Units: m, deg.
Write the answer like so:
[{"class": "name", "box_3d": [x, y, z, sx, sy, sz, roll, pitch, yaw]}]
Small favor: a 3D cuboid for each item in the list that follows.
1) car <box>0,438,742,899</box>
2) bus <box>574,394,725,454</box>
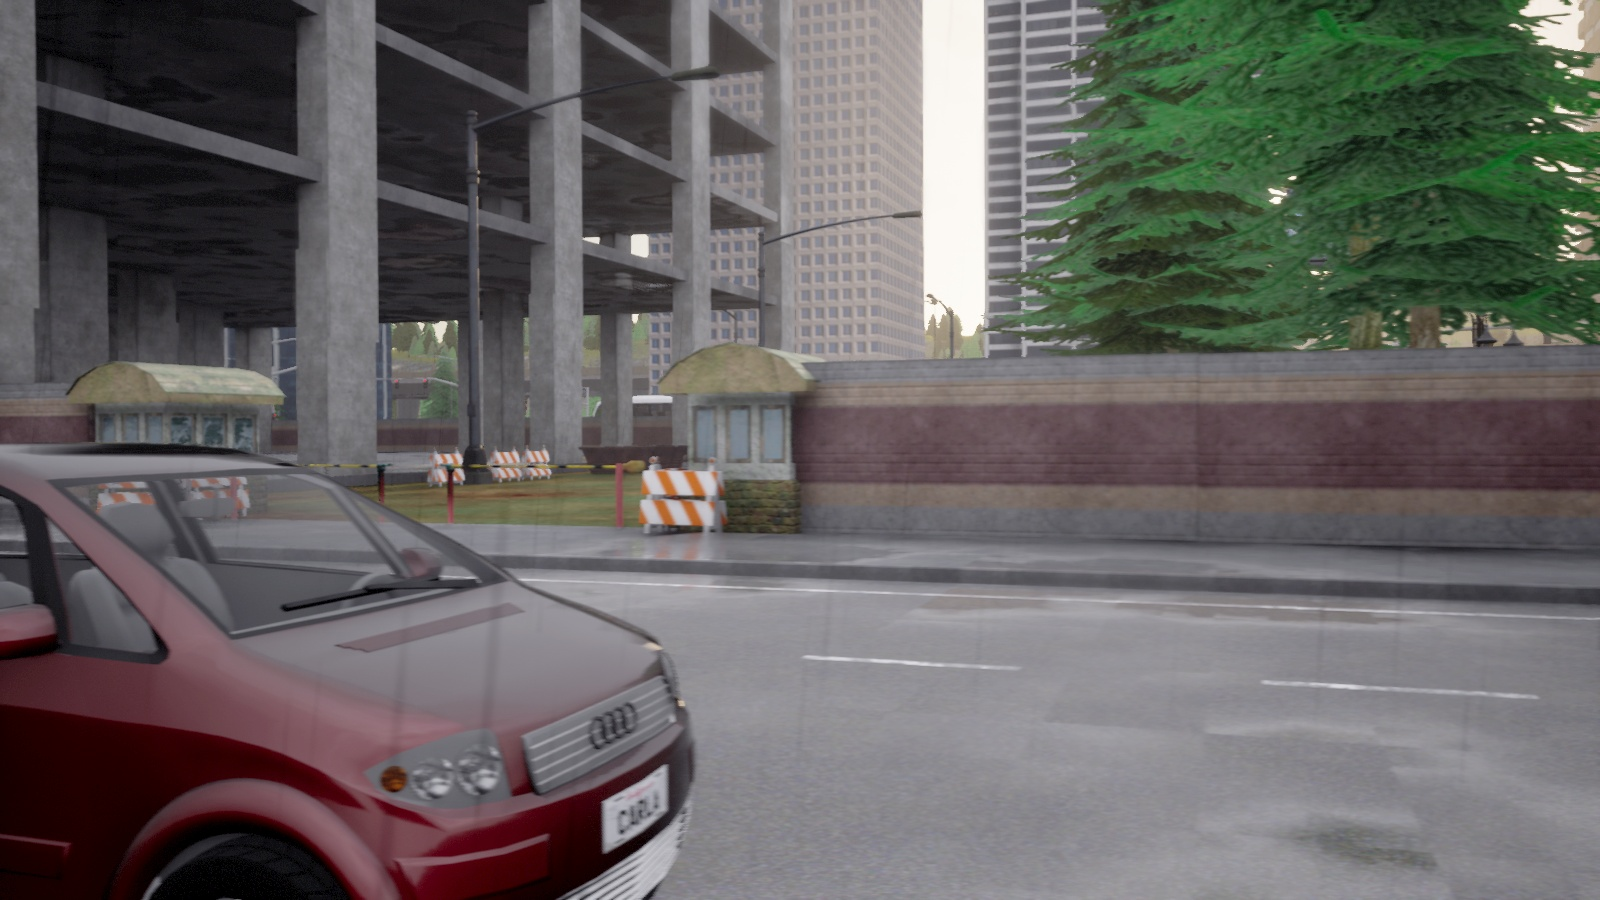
[{"class": "car", "box_3d": [-2.234, 0.744, 3.943, 3.705, 1.549, 1.789, 0, 1, 19]}, {"class": "bus", "box_3d": [-11.044, -1.908, 92.142, 10.273, 4.253, 3.944, 0, 1, 19]}]
